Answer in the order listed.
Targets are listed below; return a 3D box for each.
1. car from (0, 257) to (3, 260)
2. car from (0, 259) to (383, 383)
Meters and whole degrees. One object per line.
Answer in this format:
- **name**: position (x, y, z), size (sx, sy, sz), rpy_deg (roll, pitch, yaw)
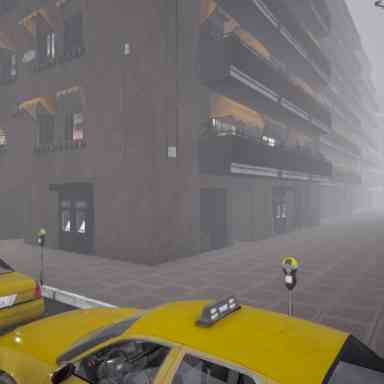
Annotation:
- **car**: position (-4.591, 1.527, 6.009), size (4.829, 1.417, 1.752), rpy_deg (0, 0, 36)
- **car**: position (-0.003, 1.526, 2.728), size (4.829, 1.417, 1.752), rpy_deg (0, 0, 36)
